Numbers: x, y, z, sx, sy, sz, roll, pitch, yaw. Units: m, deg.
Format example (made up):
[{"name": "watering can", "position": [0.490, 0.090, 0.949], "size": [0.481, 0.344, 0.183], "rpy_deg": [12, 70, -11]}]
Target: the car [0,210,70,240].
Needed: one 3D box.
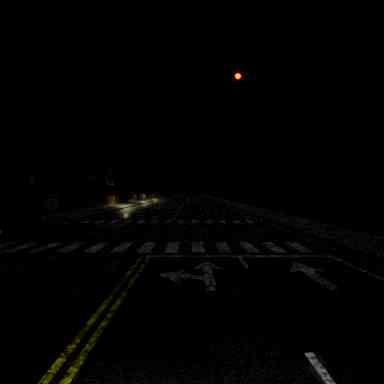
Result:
[{"name": "car", "position": [-8.590, 1.552, 15.530], "size": [5.357, 1.411, 2.033], "rpy_deg": [0, 0, -33]}]
